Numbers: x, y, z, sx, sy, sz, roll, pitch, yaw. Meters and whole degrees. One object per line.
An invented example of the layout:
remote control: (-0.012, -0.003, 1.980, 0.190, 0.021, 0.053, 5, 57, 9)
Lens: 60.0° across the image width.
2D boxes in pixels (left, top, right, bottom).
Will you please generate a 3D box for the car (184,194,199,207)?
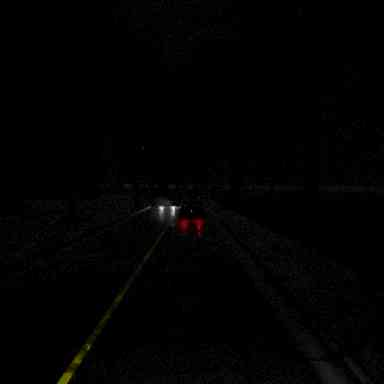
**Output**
car: (-0.026, 1.095, 43.910, 1.882, 1.535, 5.008, 0, 1, 0)

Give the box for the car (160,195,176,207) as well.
car: (-3.085, 1.140, 44.430, 1.812, 1.442, 4.674, 0, 1, 0)

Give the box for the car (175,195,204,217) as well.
car: (-0.020, 1.267, 28.356, 2.128, 1.511, 4.902, 0, 0, 0)
